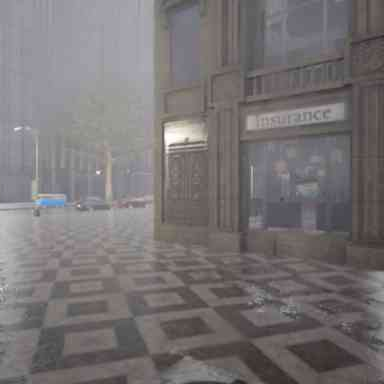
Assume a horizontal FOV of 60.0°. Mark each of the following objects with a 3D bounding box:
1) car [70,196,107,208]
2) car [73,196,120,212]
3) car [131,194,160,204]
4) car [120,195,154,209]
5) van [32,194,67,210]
[{"bbox_3d":[-13.963,1.303,45.076,2.008,1.369,4.403,1,1,36],"label":"car"},{"bbox_3d":[-10.331,1.415,35.540,1.947,1.339,4.313,1,1,36],"label":"car"},{"bbox_3d":[-7.487,1.124,54.052,1.752,1.417,4.829,1,2,36],"label":"car"},{"bbox_3d":[-7.044,1.324,40.094,1.887,1.381,4.507,1,1,36],"label":"car"},{"bbox_3d":[-17.249,1.163,40.518,1.690,1.788,3.998,1,1,36],"label":"van"}]
